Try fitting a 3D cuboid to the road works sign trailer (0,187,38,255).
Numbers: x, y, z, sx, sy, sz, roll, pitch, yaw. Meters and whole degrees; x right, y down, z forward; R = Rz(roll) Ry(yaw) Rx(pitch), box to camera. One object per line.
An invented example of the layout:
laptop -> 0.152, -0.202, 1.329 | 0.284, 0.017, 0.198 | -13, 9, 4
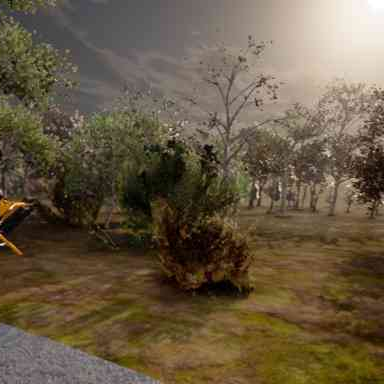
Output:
road works sign trailer -> -7.311, 1.237, 13.025 | 2.880, 2.380, 3.560 | 46, -7, -7
